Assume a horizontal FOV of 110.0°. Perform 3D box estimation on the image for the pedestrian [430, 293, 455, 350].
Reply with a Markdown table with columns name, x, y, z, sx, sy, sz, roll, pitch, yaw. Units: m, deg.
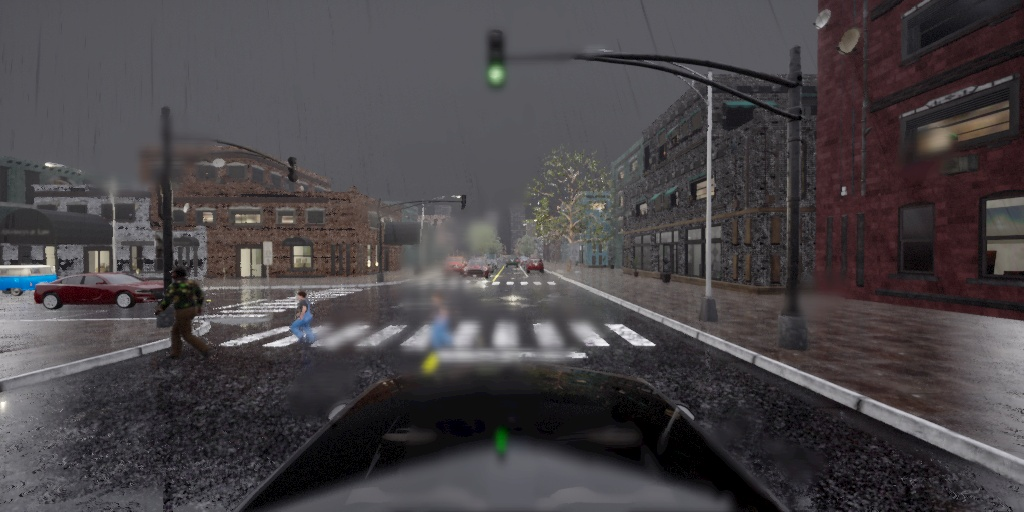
| name | x | y | z | sx | sy | sz | roll | pitch | yaw |
| --- | --- | --- | --- | --- | --- | --- | --- | --- | --- |
| pedestrian | -1.473 | 1.326 | 7.676 | 0.375 | 1.300 | 0.375 | -1 | 1 | 0 |

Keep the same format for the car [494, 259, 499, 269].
| name | x | y | z | sx | sy | sz | roll | pitch | yaw |
| --- | --- | --- | --- | --- | --- | --- | --- | --- | --- |
| car | -3.084 | 1.240 | 42.837 | 2.128 | 1.511 | 4.902 | 0 | 0 | 0 |

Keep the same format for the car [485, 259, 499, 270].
| name | x | y | z | sx | sy | sz | roll | pitch | yaw |
| --- | --- | --- | --- | --- | --- | --- | --- | --- | --- |
| car | -3.075 | 1.253 | 54.715 | 1.837 | 1.490 | 4.892 | 0 | 0 | 0 |

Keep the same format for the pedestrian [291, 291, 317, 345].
| name | x | y | z | sx | sy | sz | roll | pitch | yaw |
| --- | --- | --- | --- | --- | --- | --- | --- | --- | --- |
| pedestrian | -4.678 | 1.343 | 8.139 | 0.375 | 1.300 | 0.375 | -1 | 1 | 0 |

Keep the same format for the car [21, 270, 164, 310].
| name | x | y | z | sx | sy | sz | roll | pitch | yaw |
| --- | --- | --- | --- | --- | --- | --- | --- | --- | --- |
| car | -18.056 | 1.478 | 16.069 | 5.008 | 1.535 | 1.882 | -1 | 1 | -1 |

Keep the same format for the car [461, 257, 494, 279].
| name | x | y | z | sx | sy | sz | roll | pitch | yaw |
| --- | --- | --- | --- | --- | --- | --- | --- | --- | --- |
| car | -3.088 | 1.101 | 32.682 | 2.097 | 1.767 | 4.553 | 0 | 0 | 0 |

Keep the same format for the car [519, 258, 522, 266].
| name | x | y | z | sx | sy | sz | roll | pitch | yaw |
| --- | --- | --- | --- | --- | --- | --- | --- | --- | --- |
| car | 2.709 | 1.297 | 59.220 | 2.007 | 1.370 | 4.403 | 0 | 0 | 0 |

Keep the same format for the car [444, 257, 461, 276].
| name | x | y | z | sx | sy | sz | roll | pitch | yaw |
| --- | --- | --- | --- | --- | --- | --- | --- | --- | --- |
| car | -5.677 | 1.063 | 37.047 | 2.192 | 1.841 | 5.009 | 0 | 0 | 0 |

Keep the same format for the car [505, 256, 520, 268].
| name | x | y | z | sx | sy | sz | roll | pitch | yaw |
| --- | --- | --- | --- | --- | --- | --- | --- | --- | --- |
| car | 0.015 | 0.968 | 62.647 | 2.150 | 2.045 | 5.566 | 0 | 0 | 0 |

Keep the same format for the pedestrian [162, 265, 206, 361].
| name | x | y | z | sx | sy | sz | roll | pitch | yaw |
| --- | --- | --- | --- | --- | --- | --- | --- | --- | --- |
| pedestrian | -6.196 | 1.044 | 6.781 | 0.375 | 1.860 | 0.375 | -1 | 1 | 0 |

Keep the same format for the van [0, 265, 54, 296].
| name | x | y | z | sx | sy | sz | roll | pitch | yaw |
| --- | --- | --- | --- | --- | --- | --- | --- | --- | --- |
| van | -30.292 | 1.461 | 21.736 | 3.998 | 1.789 | 1.690 | 0 | 0 | -1 |

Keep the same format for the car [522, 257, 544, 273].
| name | x | y | z | sx | sy | sz | roll | pitch | yaw |
| --- | --- | --- | --- | --- | --- | --- | --- | --- | --- |
| car | 2.705 | 1.063 | 42.589 | 2.192 | 1.841 | 5.009 | 0 | 0 | 0 |
